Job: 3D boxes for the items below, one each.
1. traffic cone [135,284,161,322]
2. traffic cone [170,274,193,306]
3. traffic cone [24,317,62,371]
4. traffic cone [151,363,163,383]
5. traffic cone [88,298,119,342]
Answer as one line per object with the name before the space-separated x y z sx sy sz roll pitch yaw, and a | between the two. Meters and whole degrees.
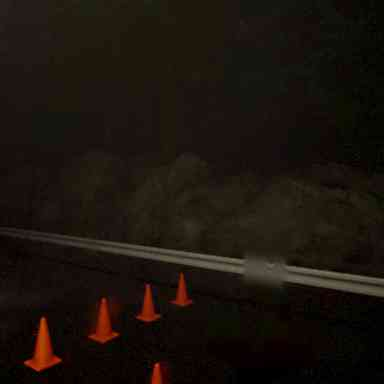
traffic cone | -0.795 1.968 6.016 0.340 0.580 0.340 0 0 36
traffic cone | -0.211 1.973 6.827 0.340 0.580 0.340 0 0 36
traffic cone | -1.964 1.956 4.393 0.340 0.580 0.340 0 0 36
traffic cone | -0.342 1.964 3.224 0.340 0.580 0.340 0 0 36
traffic cone | -1.380 1.962 5.205 0.340 0.580 0.340 0 0 36
